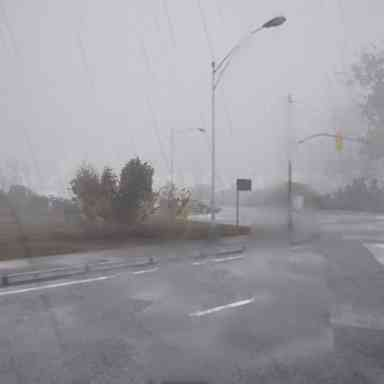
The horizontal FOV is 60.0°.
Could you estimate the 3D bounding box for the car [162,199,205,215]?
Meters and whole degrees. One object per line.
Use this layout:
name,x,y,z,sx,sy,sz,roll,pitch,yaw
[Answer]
car,-1.196,1.502,33.315,1.812,1.442,4.674,0,0,-39

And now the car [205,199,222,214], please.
car,1.144,1.476,35.992,1.837,1.490,4.892,0,0,-39

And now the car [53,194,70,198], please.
car,-34.192,1.320,87.288,2.097,1.767,4.553,0,0,-35
